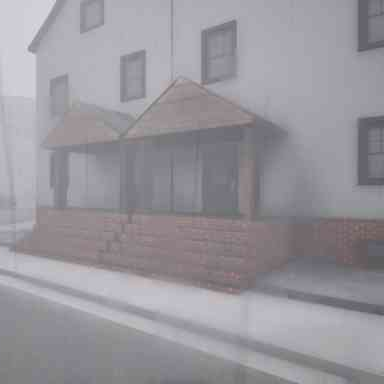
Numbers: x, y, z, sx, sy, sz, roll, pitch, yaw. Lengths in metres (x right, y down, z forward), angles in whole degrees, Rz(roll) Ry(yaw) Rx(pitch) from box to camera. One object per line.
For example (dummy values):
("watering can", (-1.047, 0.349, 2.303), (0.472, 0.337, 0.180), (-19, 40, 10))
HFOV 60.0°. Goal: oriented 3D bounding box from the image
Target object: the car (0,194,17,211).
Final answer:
("car", (-16.408, 0.932, 26.312), (1.812, 1.442, 4.674), (0, 6, 35))
